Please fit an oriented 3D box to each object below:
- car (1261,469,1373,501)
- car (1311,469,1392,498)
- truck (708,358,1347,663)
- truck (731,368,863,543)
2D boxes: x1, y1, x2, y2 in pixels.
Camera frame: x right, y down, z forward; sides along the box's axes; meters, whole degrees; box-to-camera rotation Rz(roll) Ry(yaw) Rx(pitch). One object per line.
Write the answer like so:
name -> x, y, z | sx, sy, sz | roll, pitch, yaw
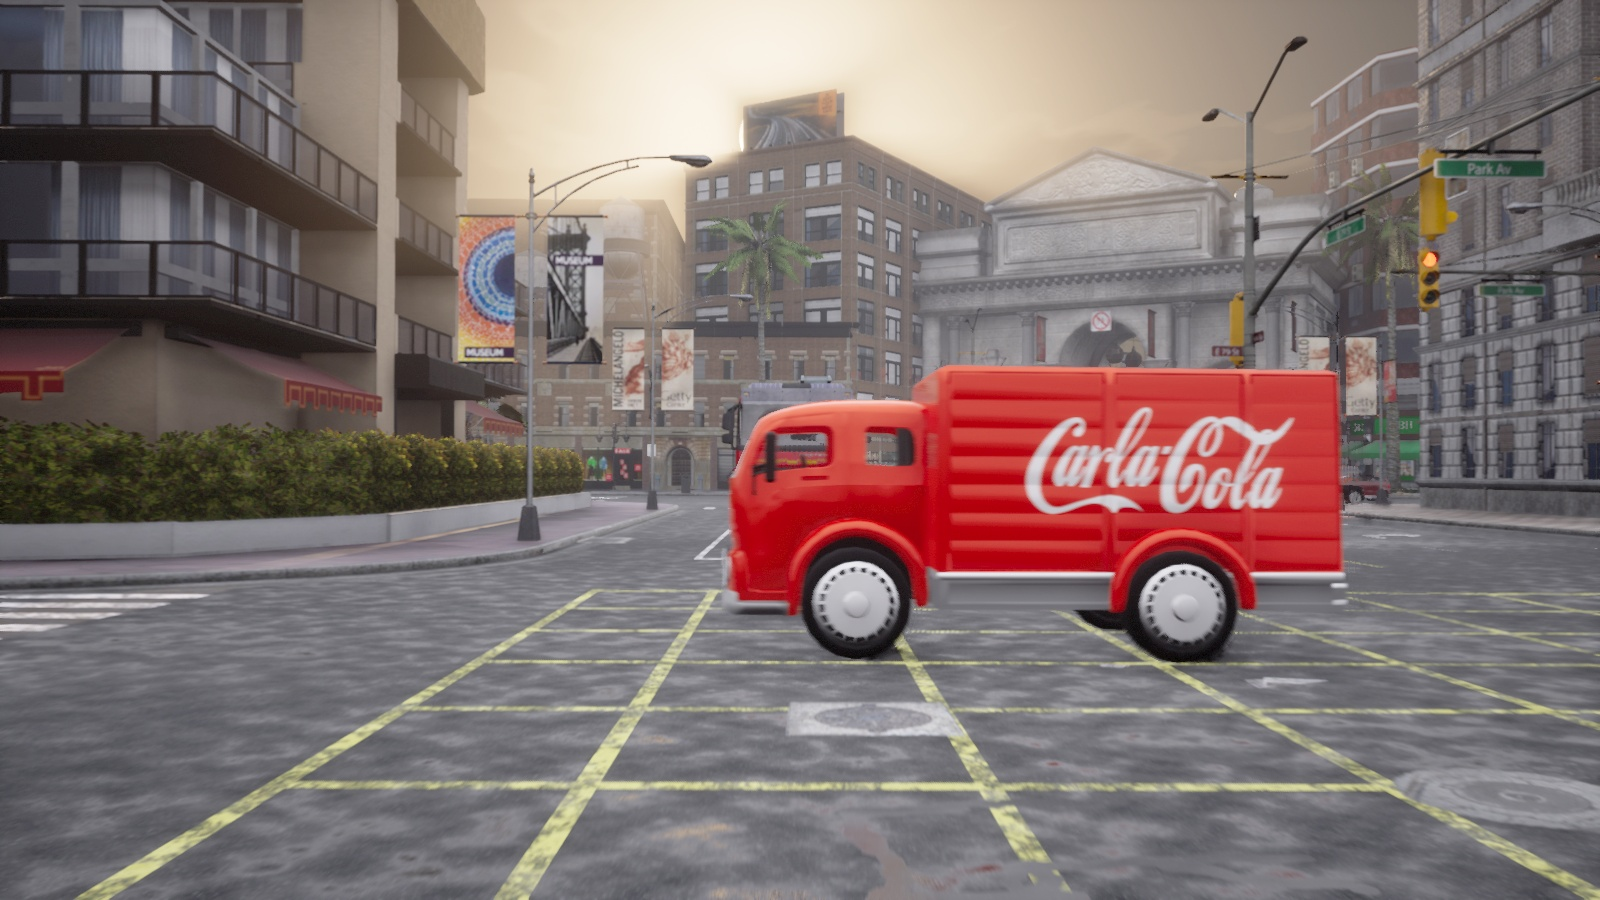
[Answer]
car -> 25.690, 1.735, 62.466 | 5.008, 1.535, 1.882 | 0, -1, -14
car -> 30.590, 1.837, 69.684 | 3.705, 1.549, 1.789 | 0, -1, 0
truck -> 1.845, 0.514, 11.566 | 5.204, 2.467, 2.627 | 0, -1, 0
truck -> -0.082, 0.182, 31.789 | 2.891, 3.827, 8.468 | 0, -1, 0
